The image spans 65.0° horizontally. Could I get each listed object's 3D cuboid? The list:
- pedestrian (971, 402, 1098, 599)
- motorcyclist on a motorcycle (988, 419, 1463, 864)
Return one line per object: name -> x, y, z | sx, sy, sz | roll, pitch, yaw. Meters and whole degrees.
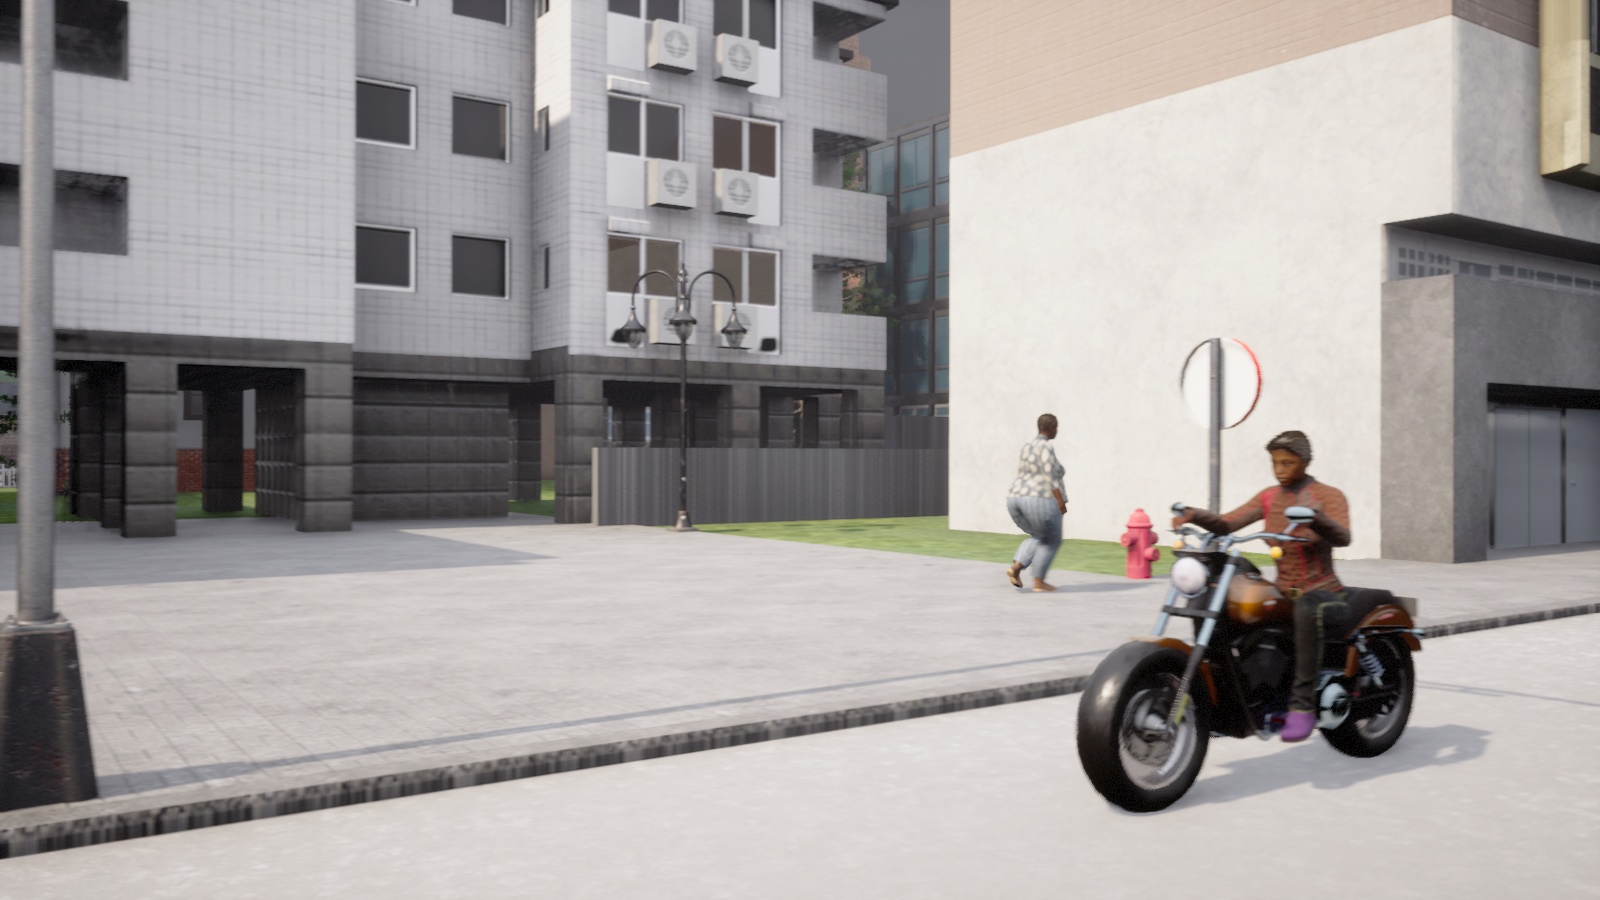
pedestrian -> 2.305, 0.480, 12.407 | 0.900, 1.855, 0.874 | 0, 0, -21
motorcyclist on a motorcycle -> 1.978, 0.705, 5.645 | 2.350, 1.649, 0.766 | 0, 0, -35
